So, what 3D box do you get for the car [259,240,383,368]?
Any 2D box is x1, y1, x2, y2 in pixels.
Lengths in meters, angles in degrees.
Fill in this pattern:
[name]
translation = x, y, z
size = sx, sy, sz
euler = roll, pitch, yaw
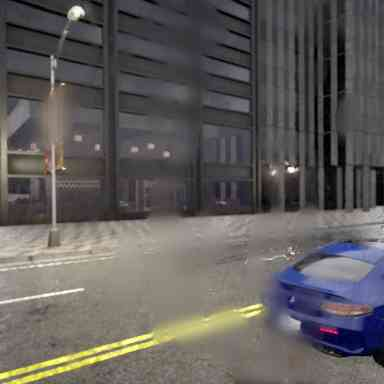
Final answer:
[car]
translation = 3.163, 1.565, 5.692
size = 4.674, 1.442, 1.812
euler = 0, 0, -35
